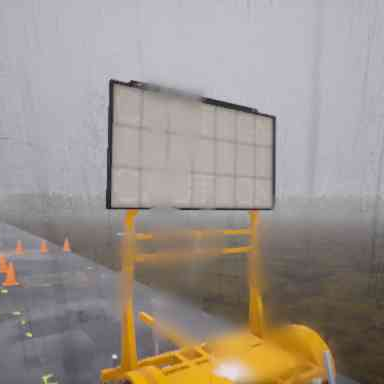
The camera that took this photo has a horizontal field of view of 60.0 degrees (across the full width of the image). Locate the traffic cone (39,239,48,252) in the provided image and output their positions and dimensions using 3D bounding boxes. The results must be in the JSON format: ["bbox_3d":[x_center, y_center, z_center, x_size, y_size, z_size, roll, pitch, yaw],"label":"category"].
[{"bbox_3d":[-6.768,2.432,15.180,0.340,0.580,0.340,2,-3,-35],"label":"traffic cone"}]

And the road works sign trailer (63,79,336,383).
[{"bbox_3d":[-0.002,0.622,4.142,2.380,3.560,2.880,2,-2,-34],"label":"road works sign trailer"}]

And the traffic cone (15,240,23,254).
[{"bbox_3d":[-7.587,2.399,14.608,0.340,0.580,0.340,2,-3,-35],"label":"traffic cone"}]

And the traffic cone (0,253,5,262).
[{"bbox_3d":[-6.116,2.272,10.758,0.340,0.580,0.340,2,-3,-35],"label":"traffic cone"}]

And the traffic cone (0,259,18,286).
[{"bbox_3d":[-4.971,2.227,9.119,0.340,0.580,0.340,2,-3,-35],"label":"traffic cone"}]
